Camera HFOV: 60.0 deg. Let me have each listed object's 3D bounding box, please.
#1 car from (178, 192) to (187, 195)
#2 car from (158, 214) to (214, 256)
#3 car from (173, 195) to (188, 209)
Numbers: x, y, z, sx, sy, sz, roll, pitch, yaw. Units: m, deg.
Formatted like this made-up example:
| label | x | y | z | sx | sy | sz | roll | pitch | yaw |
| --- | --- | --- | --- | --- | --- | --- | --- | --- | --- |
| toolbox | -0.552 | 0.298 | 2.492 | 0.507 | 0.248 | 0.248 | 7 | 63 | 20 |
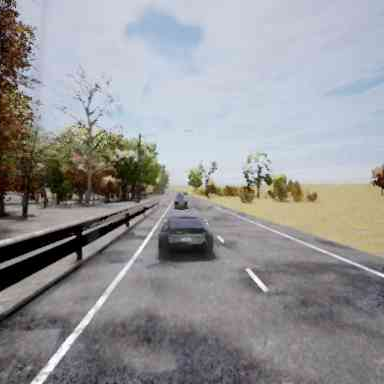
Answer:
| label | x | y | z | sx | sy | sz | roll | pitch | yaw |
| --- | --- | --- | --- | --- | --- | --- | --- | --- | --- |
| car | -2.797 | 1.342 | 79.759 | 2.097 | 1.767 | 4.553 | 0 | 0 | -2 |
| car | -0.272 | 1.574 | 13.207 | 1.994 | 1.385 | 4.181 | 0 | 0 | -2 |
| car | -1.546 | 1.497 | 46.804 | 2.128 | 1.511 | 4.902 | 0 | 0 | -2 |
